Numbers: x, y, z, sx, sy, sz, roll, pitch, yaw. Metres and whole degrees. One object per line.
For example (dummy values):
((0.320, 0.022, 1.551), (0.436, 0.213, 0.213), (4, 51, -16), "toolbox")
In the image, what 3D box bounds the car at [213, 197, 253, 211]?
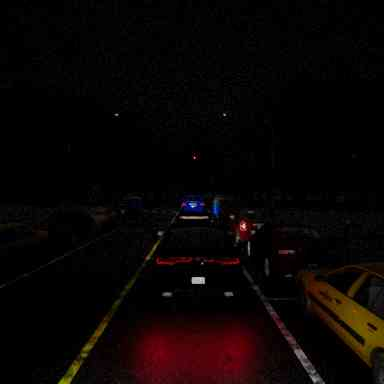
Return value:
((2.761, 1.317, 20.696), (2.192, 1.841, 5.009), (0, 0, 0), "car")

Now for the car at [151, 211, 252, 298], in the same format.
((0.095, 1.478, 8.600), (1.882, 1.535, 5.008), (0, 0, 0), "car")

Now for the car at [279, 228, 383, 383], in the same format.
((2.760, 1.525, 4.553), (1.752, 1.417, 4.829), (0, 0, 0), "car")

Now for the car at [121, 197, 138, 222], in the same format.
((-5.763, 1.443, 26.134), (1.967, 1.590, 4.097), (0, 0, 0), "car")

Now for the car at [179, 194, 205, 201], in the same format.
((0.025, 1.226, 29.411), (2.150, 2.045, 5.566), (0, 0, -2), "car")

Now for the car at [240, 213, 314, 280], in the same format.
((2.761, 1.545, 9.821), (1.887, 1.381, 4.507), (0, 0, 0), "car")

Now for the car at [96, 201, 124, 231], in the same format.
((-5.763, 1.527, 20.527), (1.752, 1.417, 4.829), (0, 0, 0), "car")

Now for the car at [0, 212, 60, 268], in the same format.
((-5.764, 1.526, 9.652), (1.752, 1.417, 4.829), (0, 0, 0), "car")

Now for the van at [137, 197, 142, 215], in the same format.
((-5.763, 1.346, 31.572), (1.690, 1.788, 3.998), (0, 0, 0), "van")

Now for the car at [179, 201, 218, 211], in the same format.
((0.098, 1.493, 19.043), (2.128, 1.511, 4.902), (0, 0, 0), "car")

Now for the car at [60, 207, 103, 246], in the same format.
((-5.764, 1.567, 15.259), (1.947, 1.339, 4.313), (0, 0, 0), "car")

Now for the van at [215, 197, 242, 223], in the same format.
((2.762, 1.344, 26.134), (1.690, 1.788, 3.998), (0, 0, 0), "van")

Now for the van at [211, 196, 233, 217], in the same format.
((2.763, 1.346, 31.571), (1.690, 1.788, 3.998), (0, 0, 0), "van")

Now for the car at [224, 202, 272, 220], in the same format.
((2.761, 1.441, 15.258), (1.967, 1.590, 4.097), (0, 0, 0), "car")
